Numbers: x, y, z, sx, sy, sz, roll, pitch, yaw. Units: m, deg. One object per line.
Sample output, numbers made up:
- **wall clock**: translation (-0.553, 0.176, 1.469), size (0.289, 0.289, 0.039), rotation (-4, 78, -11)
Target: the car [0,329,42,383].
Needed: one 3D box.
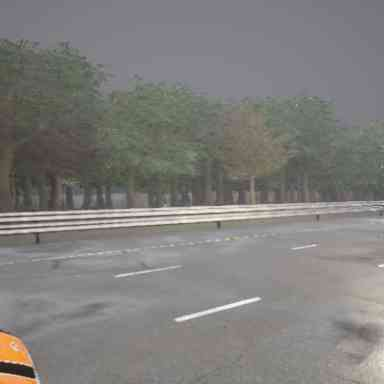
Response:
- **car**: translation (-3.153, 1.353, 1.619), size (4.553, 1.767, 2.097), rotation (0, 0, -36)
